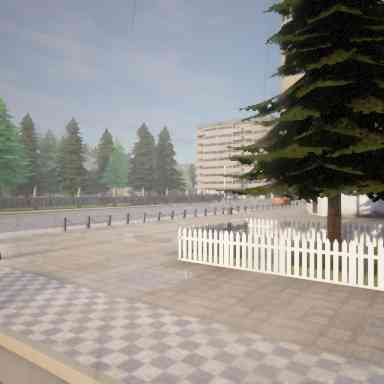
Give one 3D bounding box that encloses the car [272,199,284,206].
[{"bbox_3d":[15.330,1.352,56.748,2.097,1.767,4.553,0,0,36],"label":"car"}]
